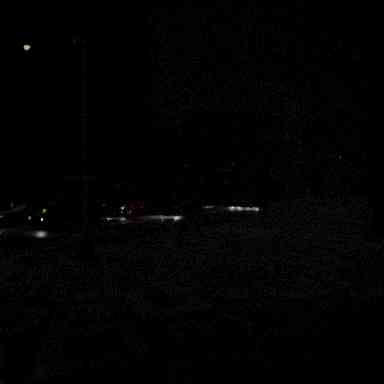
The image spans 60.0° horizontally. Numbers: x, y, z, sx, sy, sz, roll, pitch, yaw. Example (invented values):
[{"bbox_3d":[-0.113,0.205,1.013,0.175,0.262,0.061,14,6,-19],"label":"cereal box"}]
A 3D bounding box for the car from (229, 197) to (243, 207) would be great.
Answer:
[{"bbox_3d":[7.812,1.557,51.802,2.033,1.411,5.357,-1,0,35],"label":"car"}]

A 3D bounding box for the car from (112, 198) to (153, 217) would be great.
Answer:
[{"bbox_3d":[-5.867,1.404,32.408,2.097,1.767,4.553,-1,0,35],"label":"car"}]

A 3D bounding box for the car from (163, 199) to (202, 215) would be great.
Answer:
[{"bbox_3d":[-0.890,1.484,33.849,1.882,1.535,5.008,-1,0,35],"label":"car"}]

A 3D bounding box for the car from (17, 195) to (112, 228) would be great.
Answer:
[{"bbox_3d":[-8.550,1.255,22.942,2.150,2.045,5.566,-1,0,34],"label":"car"}]

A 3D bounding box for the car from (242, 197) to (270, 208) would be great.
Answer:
[{"bbox_3d":[9.693,1.576,48.847,1.895,1.301,4.718,-1,0,35],"label":"car"}]

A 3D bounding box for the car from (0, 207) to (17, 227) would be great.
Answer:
[{"bbox_3d":[-11.819,1.598,23.894,1.812,1.442,4.674,-1,0,37],"label":"car"}]
